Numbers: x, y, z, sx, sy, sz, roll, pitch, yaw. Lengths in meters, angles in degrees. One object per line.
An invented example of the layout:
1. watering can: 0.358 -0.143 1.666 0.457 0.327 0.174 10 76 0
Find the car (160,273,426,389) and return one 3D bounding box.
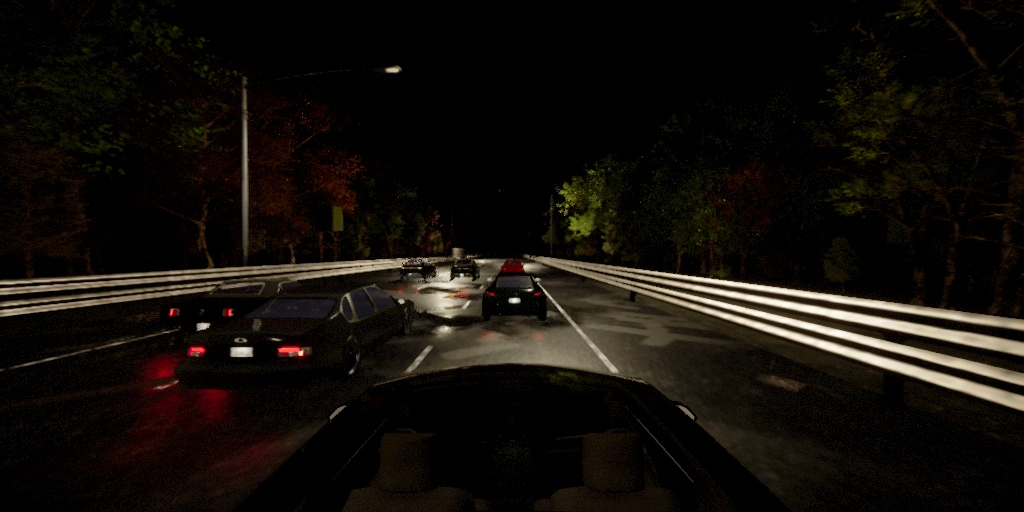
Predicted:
1. car: -3.438 1.253 7.089 2.033 1.411 5.357 0 1 0

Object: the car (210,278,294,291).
1. car: -6.927 1.279 10.285 1.895 1.301 4.718 0 0 0

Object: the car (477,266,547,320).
1. car: 0.074 1.225 12.259 1.994 1.385 4.181 0 0 0

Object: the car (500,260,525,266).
1. car: 0.040 1.051 28.038 1.812 1.442 4.674 0 1 0

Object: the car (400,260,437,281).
1. car: -6.961 1.026 26.983 2.128 1.511 4.902 0 1 0

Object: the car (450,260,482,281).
1. car: -3.461 1.039 27.085 1.837 1.490 4.892 0 1 0
